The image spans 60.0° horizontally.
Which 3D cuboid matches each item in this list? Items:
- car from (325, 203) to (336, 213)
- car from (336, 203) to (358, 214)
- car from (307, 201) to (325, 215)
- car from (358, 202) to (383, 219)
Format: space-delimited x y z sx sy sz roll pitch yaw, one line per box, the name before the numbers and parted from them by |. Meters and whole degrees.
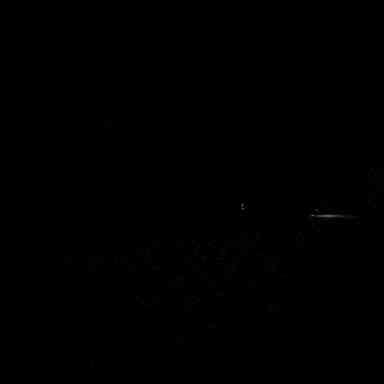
car | 15.885 1.871 42.408 1.752 1.417 4.829 0 -1 -36
car | 19.277 1.833 37.710 1.887 1.381 4.507 0 -1 -36
car | 11.978 1.774 37.656 1.837 1.490 4.892 1 -1 -36
car | 17.835 1.771 29.586 1.895 1.301 4.718 1 -1 -37
